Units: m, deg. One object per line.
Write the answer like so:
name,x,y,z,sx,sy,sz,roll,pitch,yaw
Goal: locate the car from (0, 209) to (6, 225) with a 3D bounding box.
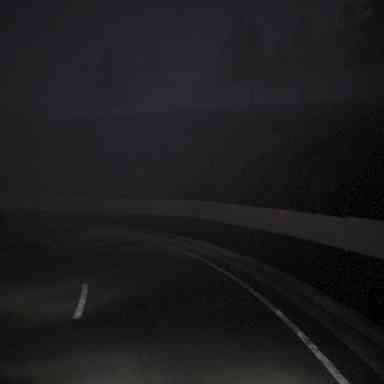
car,-12.848,1.254,18.969,4.181,1.385,1.994,0,1,15
